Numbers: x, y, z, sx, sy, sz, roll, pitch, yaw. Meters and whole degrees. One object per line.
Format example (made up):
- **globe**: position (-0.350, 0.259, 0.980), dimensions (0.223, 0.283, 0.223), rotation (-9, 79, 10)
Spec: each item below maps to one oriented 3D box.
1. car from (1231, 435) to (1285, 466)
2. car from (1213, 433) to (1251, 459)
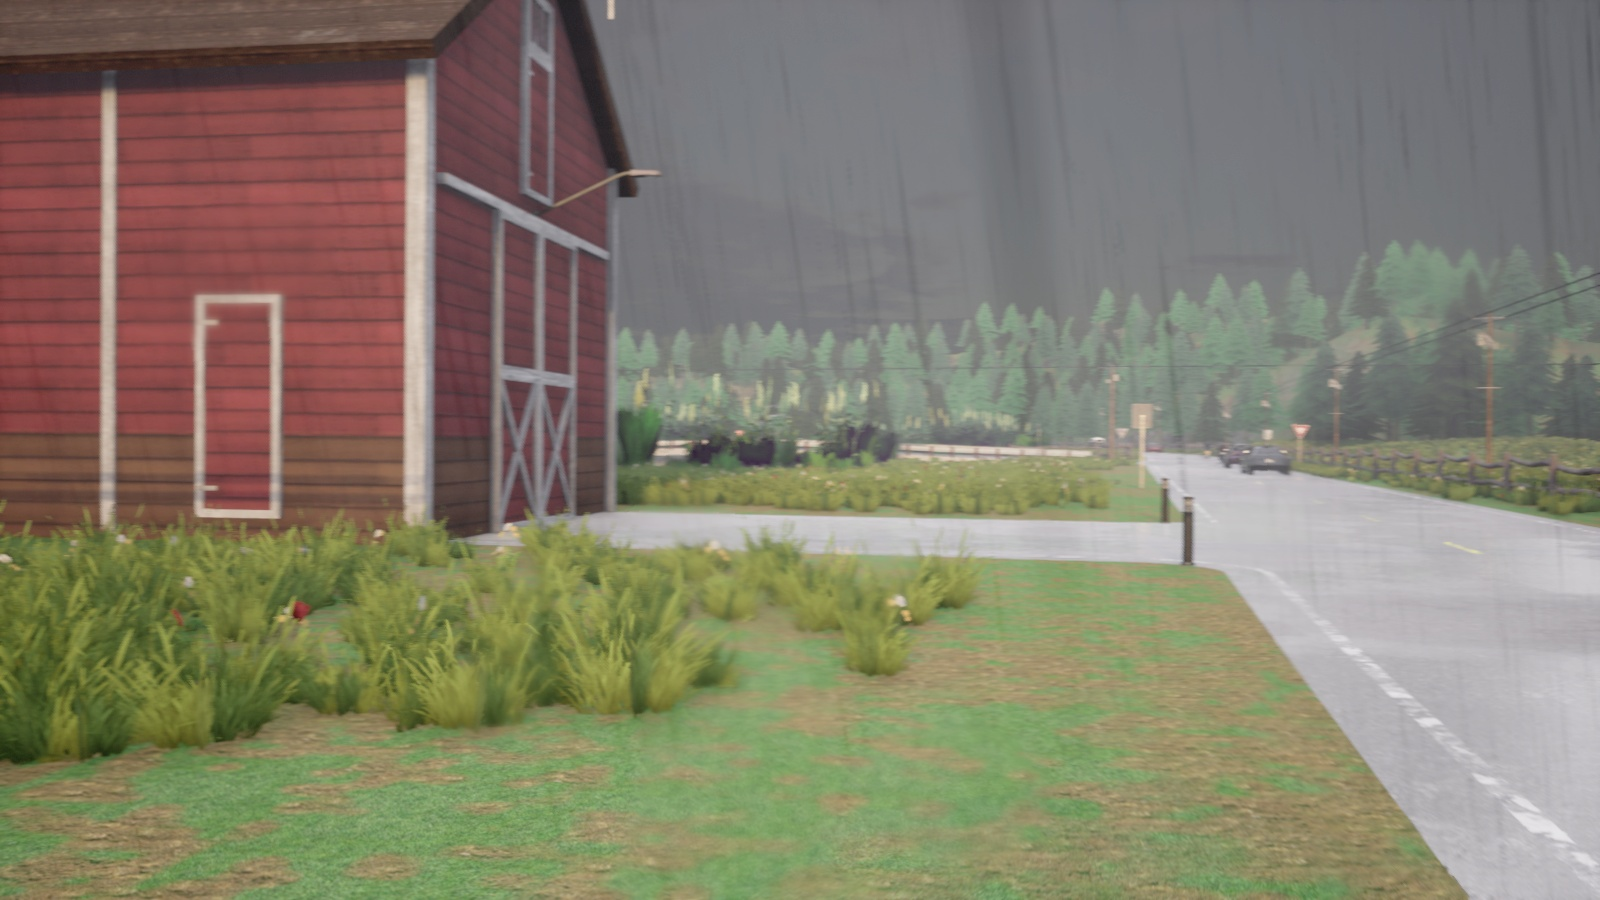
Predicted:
- **car**: position (21.915, 0.002, 60.254), dimensions (1.994, 1.385, 4.181), rotation (-1, 1, 14)
- **car**: position (25.441, -0.226, 74.019), dimensions (1.816, 1.474, 4.193), rotation (-1, 1, 15)
